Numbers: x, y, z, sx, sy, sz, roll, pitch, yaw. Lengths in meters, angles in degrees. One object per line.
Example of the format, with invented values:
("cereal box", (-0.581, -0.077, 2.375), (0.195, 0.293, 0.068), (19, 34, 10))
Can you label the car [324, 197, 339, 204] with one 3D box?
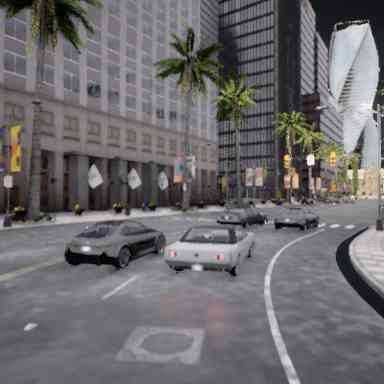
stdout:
("car", (35.645, 2.235, 83.703), (2.033, 1.411, 5.357), (0, -1, 34))

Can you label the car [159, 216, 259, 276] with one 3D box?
("car", (0.830, 1.691, 10.732), (1.895, 1.301, 4.718), (0, 0, 18))

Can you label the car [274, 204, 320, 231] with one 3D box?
("car", (7.137, 1.751, 22.400), (1.994, 1.385, 4.181), (0, -1, 36))

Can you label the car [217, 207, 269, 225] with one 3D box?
("car", (3.669, 1.744, 23.646), (2.033, 1.411, 5.357), (0, -1, 34))

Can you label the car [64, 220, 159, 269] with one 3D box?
("car", (-2.495, 1.662, 11.730), (1.994, 1.385, 4.181), (0, 0, 19))

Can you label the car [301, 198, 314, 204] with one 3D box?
("car", (26.238, 2.139, 75.472), (2.161, 1.482, 4.786), (0, -1, 33))

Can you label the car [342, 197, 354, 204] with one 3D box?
("car", (38.570, 2.233, 81.781), (1.994, 1.385, 4.181), (0, -1, 34))
